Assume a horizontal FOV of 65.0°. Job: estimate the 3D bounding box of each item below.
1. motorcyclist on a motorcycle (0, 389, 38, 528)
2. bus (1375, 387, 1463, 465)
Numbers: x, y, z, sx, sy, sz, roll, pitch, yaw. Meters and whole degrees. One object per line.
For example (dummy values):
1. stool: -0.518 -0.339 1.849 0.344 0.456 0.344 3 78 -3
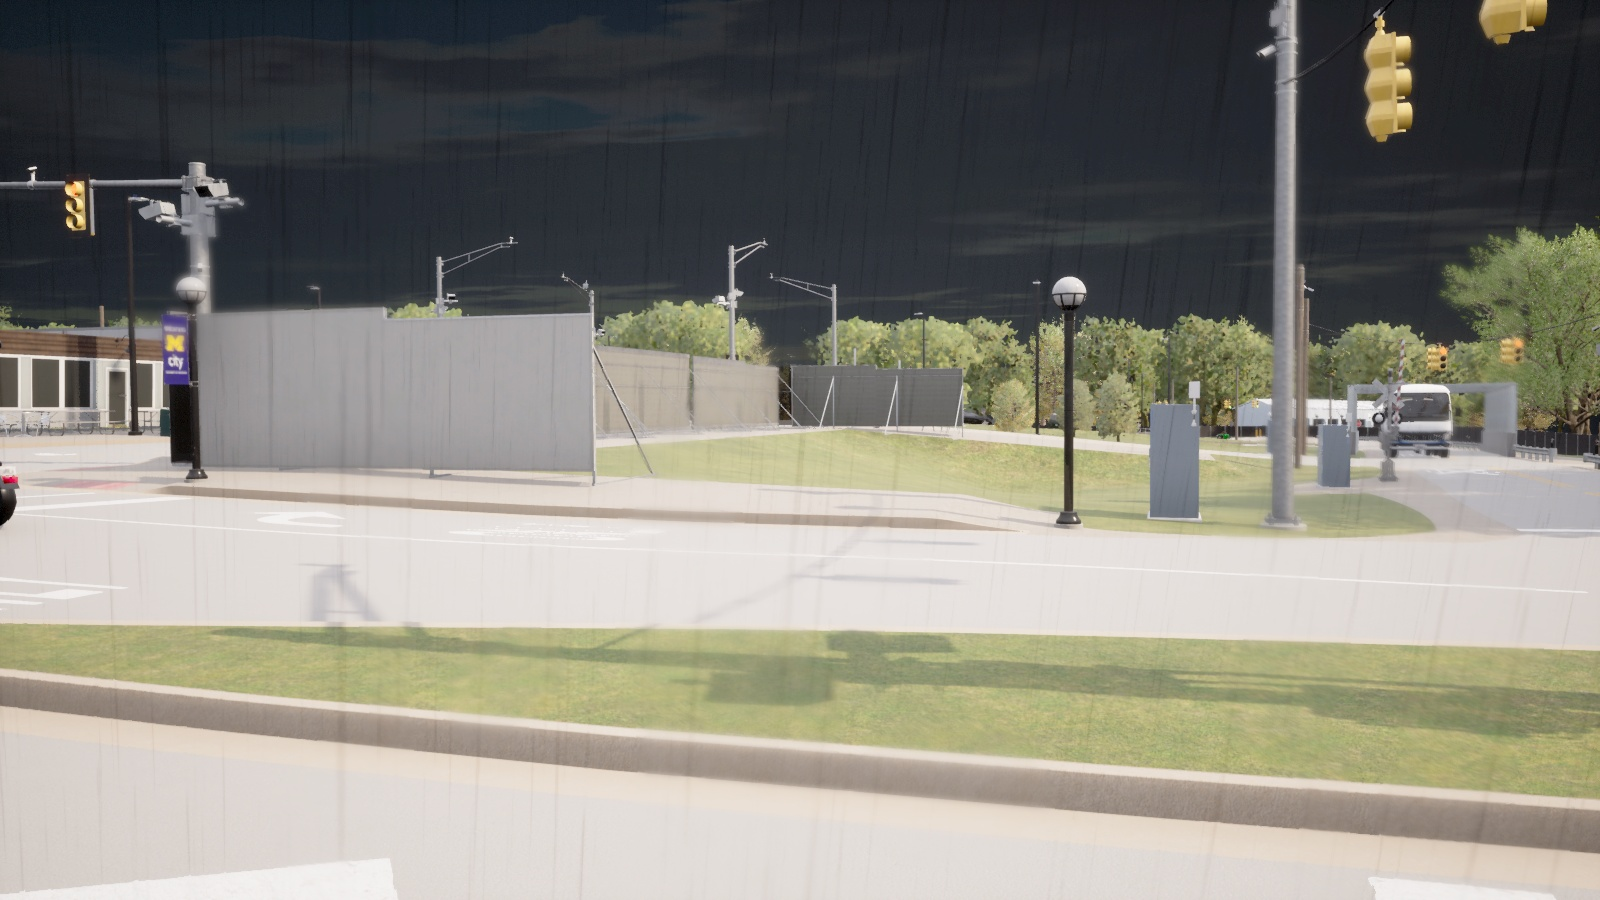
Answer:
1. motorcyclist on a motorcycle: -10.607 0.053 15.367 2.350 1.649 0.766 2 2 15
2. bus: 36.215 -1.412 73.813 3.944 4.253 10.273 1 1 23
